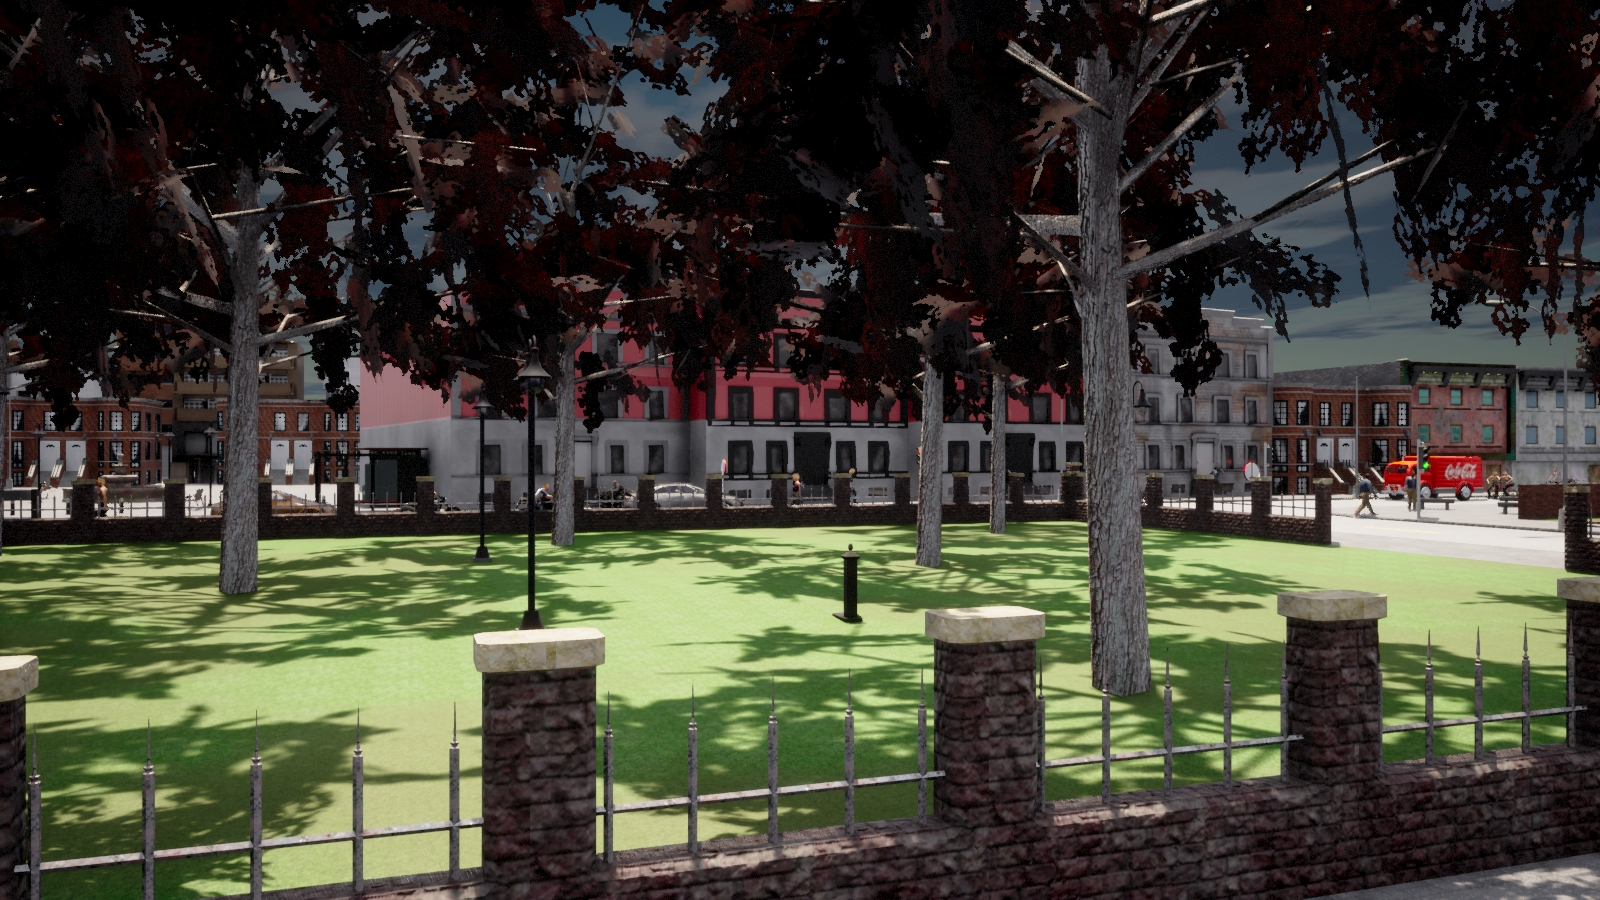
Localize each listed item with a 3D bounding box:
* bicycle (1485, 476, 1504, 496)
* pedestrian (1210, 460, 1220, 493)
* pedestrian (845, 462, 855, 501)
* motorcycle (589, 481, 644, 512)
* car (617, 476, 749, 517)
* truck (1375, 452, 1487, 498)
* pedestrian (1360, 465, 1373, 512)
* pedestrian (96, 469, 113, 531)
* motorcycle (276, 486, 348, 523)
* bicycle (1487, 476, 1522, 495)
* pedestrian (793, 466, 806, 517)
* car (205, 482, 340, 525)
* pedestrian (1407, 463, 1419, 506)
[{"bbox_3d":[39.299,2.036,64.656,0.859,1.080,1.487,0,0,35],"label":"bicycle"},{"bbox_3d":[23.540,1.523,64.843,0.375,1.860,0.375,0,0,-19],"label":"pedestrian"},{"bbox_3d":[2.426,1.524,55.192,0.375,1.860,0.375,0,0,19],"label":"pedestrian"},{"bbox_3d":[-7.868,1.985,48.890,2.209,1.251,0.867,0,0,-19],"label":"motorcycle"},{"bbox_3d":[-4.677,1.827,45.707,4.902,1.511,2.128,0,0,-19],"label":"car"},{"bbox_3d":[35.004,1.348,63.458,5.204,2.467,2.627,0,0,-19],"label":"truck"},{"bbox_3d":[23.011,1.560,46.414,0.375,1.860,0.375,0,0,1],"label":"pedestrian"},{"bbox_3d":[-21.273,1.523,34.956,0.375,1.860,0.375,0,0,-18],"label":"pedestrian"},{"bbox_3d":[-17.611,1.950,41.298,2.356,1.277,0.764,0,0,-19],"label":"motorcycle"},{"bbox_3d":[40.458,2.036,65.608,1.487,1.080,0.859,0,0,1],"label":"bicycle"},{"bbox_3d":[-0.017,1.525,42.233,0.375,1.860,0.375,0,0,-19],"label":"pedestrian"},{"bbox_3d":[-18.777,1.899,40.895,4.181,1.385,1.994,0,0,-18],"label":"car"},{"bbox_3d":[26.890,1.517,50.108,0.375,1.860,0.375,0,0,11],"label":"pedestrian"}]
